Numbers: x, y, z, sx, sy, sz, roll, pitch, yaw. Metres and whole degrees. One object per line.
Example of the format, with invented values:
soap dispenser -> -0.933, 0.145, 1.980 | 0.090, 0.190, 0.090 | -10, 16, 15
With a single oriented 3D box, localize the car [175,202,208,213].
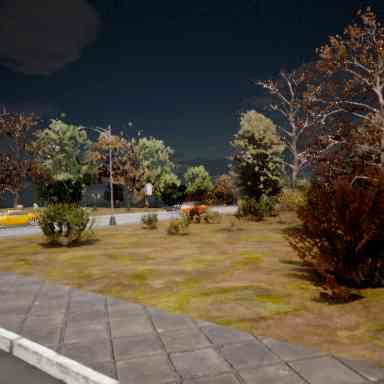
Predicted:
car -> 0.418, 1.983, 41.791 | 2.097, 1.767, 4.553 | -3, -2, 32

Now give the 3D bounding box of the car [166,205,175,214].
car -> -1.880, 2.557, 51.584 | 2.033, 1.411, 5.357 | -3, -2, 32

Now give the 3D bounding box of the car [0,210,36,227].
car -> -16.003, 2.366, 29.299 | 1.882, 1.535, 5.008 | -3, -2, 33
